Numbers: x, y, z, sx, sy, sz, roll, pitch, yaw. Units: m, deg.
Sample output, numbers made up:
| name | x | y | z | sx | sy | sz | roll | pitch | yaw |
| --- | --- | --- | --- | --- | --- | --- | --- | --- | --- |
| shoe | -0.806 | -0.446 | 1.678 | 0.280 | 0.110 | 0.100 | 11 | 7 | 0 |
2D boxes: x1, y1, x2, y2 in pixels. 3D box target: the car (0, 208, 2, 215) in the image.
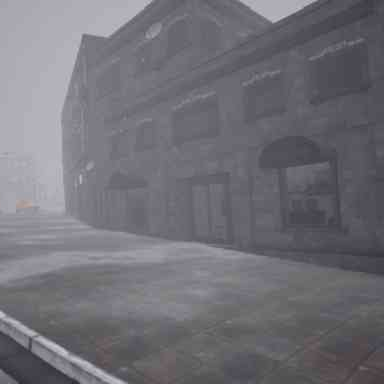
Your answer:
| name | x | y | z | sx | sy | sz | roll | pitch | yaw |
| --- | --- | --- | --- | --- | --- | --- | --- | --- | --- |
| car | -23.879 | 2.050 | 38.531 | 1.837 | 1.490 | 4.892 | -3 | 0 | -6 |

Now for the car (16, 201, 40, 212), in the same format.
| name | x | y | z | sx | sy | sz | roll | pitch | yaw |
| --- | --- | --- | --- | --- | --- | --- | --- | --- | --- |
| car | -25.069 | 2.117 | 50.917 | 2.097 | 1.767 | 4.553 | -3 | -1 | -4 |
